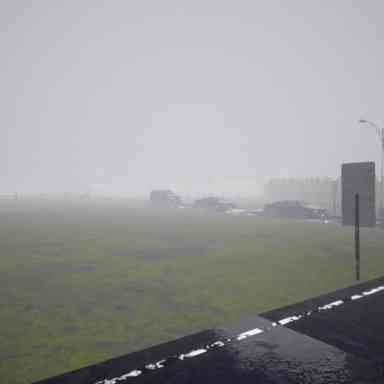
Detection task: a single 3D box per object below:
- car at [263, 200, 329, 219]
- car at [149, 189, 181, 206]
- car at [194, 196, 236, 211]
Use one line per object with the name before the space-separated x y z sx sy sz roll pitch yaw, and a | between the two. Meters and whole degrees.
car | 8.324 1.330 27.295 2.033 1.411 5.357 -1 1 -36
car | -3.645 0.695 44.060 2.150 2.045 5.566 -1 1 -35
car | 2.345 1.177 35.660 2.033 1.411 5.357 -1 1 -36
